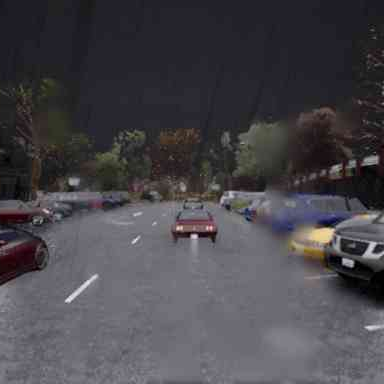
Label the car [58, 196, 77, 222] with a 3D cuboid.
[{"bbox_3d":[-10.991,1.327,23.623,4.892,1.521,2.231,-1,1,-20],"label":"car"}]

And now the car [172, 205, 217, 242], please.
[{"bbox_3d":[0.101,1.493,15.730,1.895,1.301,4.718,0,0,0],"label":"car"}]

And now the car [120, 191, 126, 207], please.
[{"bbox_3d":[-10.958,0.970,38.424,5.566,2.045,2.435,-1,0,-20],"label":"car"}]

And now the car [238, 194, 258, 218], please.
[{"bbox_3d":[5.917,1.203,23.110,4.553,1.767,2.185,1,0,-20],"label":"car"}]

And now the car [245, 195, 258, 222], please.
[{"bbox_3d":[5.923,1.224,20.081,4.553,1.767,2.185,1,0,-20],"label":"car"}]

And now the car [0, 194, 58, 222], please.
[{"bbox_3d":[-11.025,1.221,20.647,4.553,1.767,2.185,-1,0,-20],"label":"car"}]

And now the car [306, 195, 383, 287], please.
[{"bbox_3d":[5.912,1.180,7.992,5.566,2.045,2.435,1,1,-20],"label":"car"}]

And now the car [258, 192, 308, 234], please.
[{"bbox_3d":[5.976,1.140,14.054,5.566,2.045,2.435,1,0,-20],"label":"car"}]

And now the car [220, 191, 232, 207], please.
[{"bbox_3d":[5.947,0.993,35.178,5.566,2.045,2.435,1,1,-20],"label":"car"}]

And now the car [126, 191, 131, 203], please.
[{"bbox_3d":[-10.999,0.929,44.308,5.566,2.045,2.435,-1,1,-20],"label":"car"}]

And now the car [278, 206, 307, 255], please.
[{"bbox_3d":[5.770,1.406,10.956,5.366,1.575,1.946,1,1,-20],"label":"car"}]

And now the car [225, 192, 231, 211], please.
[{"bbox_3d":[5.996,1.140,32.181,4.553,1.767,2.185,1,1,-20],"label":"car"}]

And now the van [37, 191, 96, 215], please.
[{"bbox_3d":[-11.099,1.060,29.488,4.442,1.987,1.878,-1,1,-20],"label":"van"}]

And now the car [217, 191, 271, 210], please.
[{"bbox_3d":[5.990,0.972,38.238,5.566,2.045,2.435,1,0,-20],"label":"car"}]

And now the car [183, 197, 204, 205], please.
[{"bbox_3d":[0.116,1.264,33.065,2.128,1.511,4.902,0,0,0],"label":"car"}]

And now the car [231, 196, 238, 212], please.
[{"bbox_3d":[5.964,1.309,26.131,4.892,1.521,2.231,1,1,-20],"label":"car"}]

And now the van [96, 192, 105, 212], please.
[{"bbox_3d":[-11.096,1.039,32.447,4.442,1.987,1.878,-1,1,-20],"label":"van"}]

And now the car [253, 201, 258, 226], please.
[{"bbox_3d":[5.918,1.399,17.058,4.792,1.488,2.163,1,1,-20],"label":"car"}]

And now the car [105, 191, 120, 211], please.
[{"bbox_3d":[-10.962,0.991,35.465,5.566,2.045,2.435,-1,0,-20],"label":"car"}]

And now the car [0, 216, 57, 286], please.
[{"bbox_3d":[-5.104,1.510,7.863,1.994,1.385,4.181,0,0,0],"label":"car"}]

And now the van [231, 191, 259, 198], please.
[{"bbox_3d":[6.070,1.062,29.197,4.442,1.987,1.878,1,0,-20],"label":"van"}]

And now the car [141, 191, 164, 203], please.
[{"bbox_3d":[-7.100,0.816,59.005,2.150,2.045,5.566,0,0,-34],"label":"car"}]
